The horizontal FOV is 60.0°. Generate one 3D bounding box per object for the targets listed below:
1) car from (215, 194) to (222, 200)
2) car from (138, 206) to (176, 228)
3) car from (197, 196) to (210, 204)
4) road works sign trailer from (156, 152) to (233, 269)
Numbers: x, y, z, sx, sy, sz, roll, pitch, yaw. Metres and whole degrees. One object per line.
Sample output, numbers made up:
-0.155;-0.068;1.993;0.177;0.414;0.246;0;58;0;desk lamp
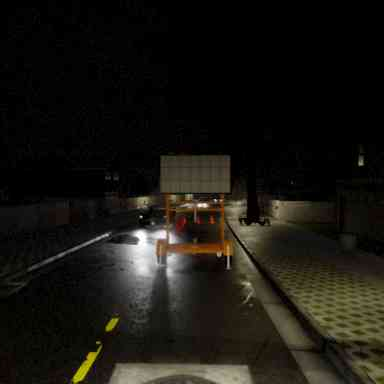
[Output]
7.283;1.246;88.719;1.837;1.490;4.892;0;0;13;car
-2.254;1.600;22.322;1.895;1.301;4.718;0;0;3;car
2.213;1.435;63.251;2.128;1.511;4.902;0;0;10;car
0.114;0.464;11.127;2.380;3.560;2.880;0;0;2;road works sign trailer
